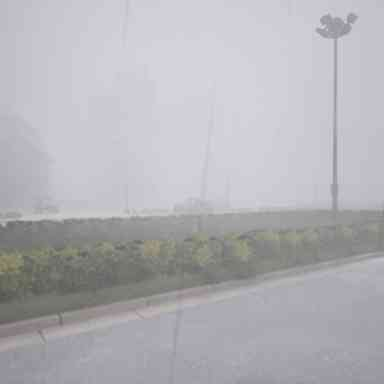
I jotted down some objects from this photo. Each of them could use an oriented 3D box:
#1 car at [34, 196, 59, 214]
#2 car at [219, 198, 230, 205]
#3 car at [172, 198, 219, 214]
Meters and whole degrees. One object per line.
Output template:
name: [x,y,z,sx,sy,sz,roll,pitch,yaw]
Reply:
car: [-15.946,1.388,36.282,1.905,1.878,3.866,1,0,-36]
car: [3.674,1.783,50.454,2.242,1.667,4.611,1,0,-36]
car: [0.075,1.482,31.504,1.932,1.855,4.605,1,0,-36]
